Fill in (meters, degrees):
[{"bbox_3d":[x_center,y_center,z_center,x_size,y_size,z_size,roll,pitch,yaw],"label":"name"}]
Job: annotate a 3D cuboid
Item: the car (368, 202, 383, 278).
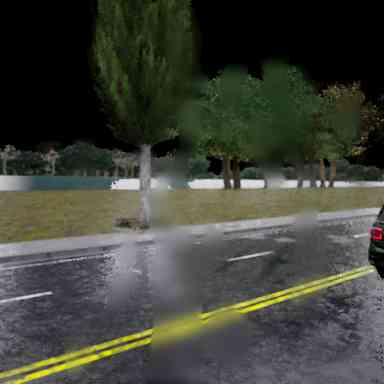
[{"bbox_3d":[6.546,1.040,8.174,5.566,2.045,2.150,-1,1,-36],"label":"car"}]
